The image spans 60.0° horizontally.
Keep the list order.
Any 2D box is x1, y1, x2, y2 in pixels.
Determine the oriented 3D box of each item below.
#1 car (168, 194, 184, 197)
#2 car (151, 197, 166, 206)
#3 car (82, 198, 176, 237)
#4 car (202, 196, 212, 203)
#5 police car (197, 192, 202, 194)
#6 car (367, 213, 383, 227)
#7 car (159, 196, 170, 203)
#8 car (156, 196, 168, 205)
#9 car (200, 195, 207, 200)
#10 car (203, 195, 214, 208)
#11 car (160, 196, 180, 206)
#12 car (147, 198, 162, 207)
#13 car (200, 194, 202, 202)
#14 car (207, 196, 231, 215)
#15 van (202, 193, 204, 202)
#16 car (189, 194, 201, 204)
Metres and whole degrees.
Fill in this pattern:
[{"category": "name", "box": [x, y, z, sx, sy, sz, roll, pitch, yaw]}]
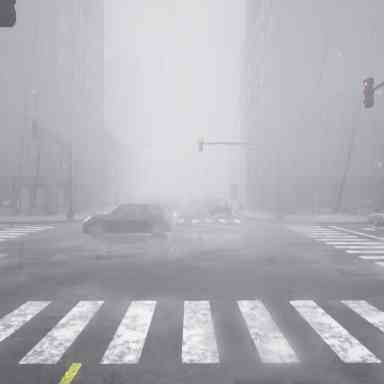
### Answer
[{"category": "car", "box": [-2.834, 1.550, 53.870, 2.033, 1.411, 5.357, 0, 0, 1]}, {"category": "car", "box": [-5.591, 1.569, 56.096, 1.947, 1.339, 4.313, 0, 0, 0]}, {"category": "car", "box": [-3.304, 1.352, 17.377, 4.553, 1.767, 2.097, 0, 0, 0]}, {"category": "car", "box": [2.990, 1.551, 67.399, 2.008, 1.369, 4.403, 0, 0, 0]}, {"category": "police car", "box": [2.747, 1.421, 79.490, 1.930, 1.638, 5.238, 0, 0, 0]}, {"category": "car", "box": [13.633, 1.615, 20.716, 4.718, 1.301, 1.895, 0, 0, 0]}, {"category": "car", "box": [-5.535, 1.566, 67.432, 1.947, 1.339, 4.313, 0, 0, 0]}, {"category": "car", "box": [-5.564, 1.527, 61.594, 1.752, 1.417, 4.829, 0, 0, 0]}, {"category": "car", "box": [3.100, 1.558, 90.076, 1.947, 1.339, 4.313, 0, 0, 0]}, {"category": "car", "box": [2.880, 1.443, 44.721, 1.967, 1.590, 4.097, 0, 0, 0]}, {"category": "car", "box": [-2.894, 1.604, 43.180, 1.895, 1.301, 4.718, 0, 0, 1]}, {"category": "car", "box": [-5.618, 1.585, 50.428, 1.802, 1.307, 4.206, 0, 0, 0]}, {"category": "car", "box": [2.963, 1.527, 61.899, 1.752, 1.417, 4.829, 0, 0, 0]}, {"category": "car", "box": [2.825, 1.442, 33.383, 1.967, 1.590, 4.097, 0, 0, 0]}, {"category": "van", "box": [2.935, 1.344, 56.060, 1.690, 1.788, 3.998, 0, 0, 0]}, {"category": "car", "box": [0.413, 1.549, 63.328, 2.033, 1.411, 5.357, 0, 0, 0]}]
